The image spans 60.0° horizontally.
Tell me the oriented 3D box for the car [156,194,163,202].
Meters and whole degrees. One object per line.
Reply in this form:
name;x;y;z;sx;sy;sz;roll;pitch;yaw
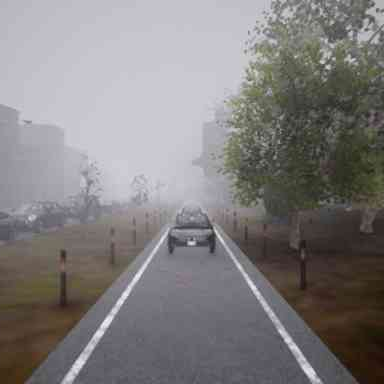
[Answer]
car;-9.097;1.585;78.857;2.435;2.045;5.566;0;0;1

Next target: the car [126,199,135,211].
car;-9.028;1.640;41.234;2.231;1.521;4.892;0;0;2

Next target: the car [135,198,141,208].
car;-9.038;1.666;46.790;2.097;1.535;5.008;0;-1;2

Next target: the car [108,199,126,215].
car;-9.017;1.592;35.693;2.097;1.535;5.008;0;0;2

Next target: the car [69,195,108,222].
car;-9.002;1.269;26.741;2.435;2.045;5.566;0;0;2

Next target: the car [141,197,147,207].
car;-9.058;1.681;53.171;1.946;1.575;5.366;0;0;2

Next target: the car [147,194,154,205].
car;-9.069;1.734;63.424;2.097;1.535;5.008;0;0;2

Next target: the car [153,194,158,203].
car;-9.080;1.751;68.972;2.097;1.535;5.008;0;-1;2

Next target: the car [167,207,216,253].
car;-0.005;1.633;14.285;2.128;1.511;4.902;0;0;0

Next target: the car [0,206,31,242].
car;-8.965;1.494;13.482;2.163;1.488;4.792;1;-1;2

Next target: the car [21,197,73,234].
car;-8.985;1.352;19.087;2.185;1.767;4.553;0;-1;2
